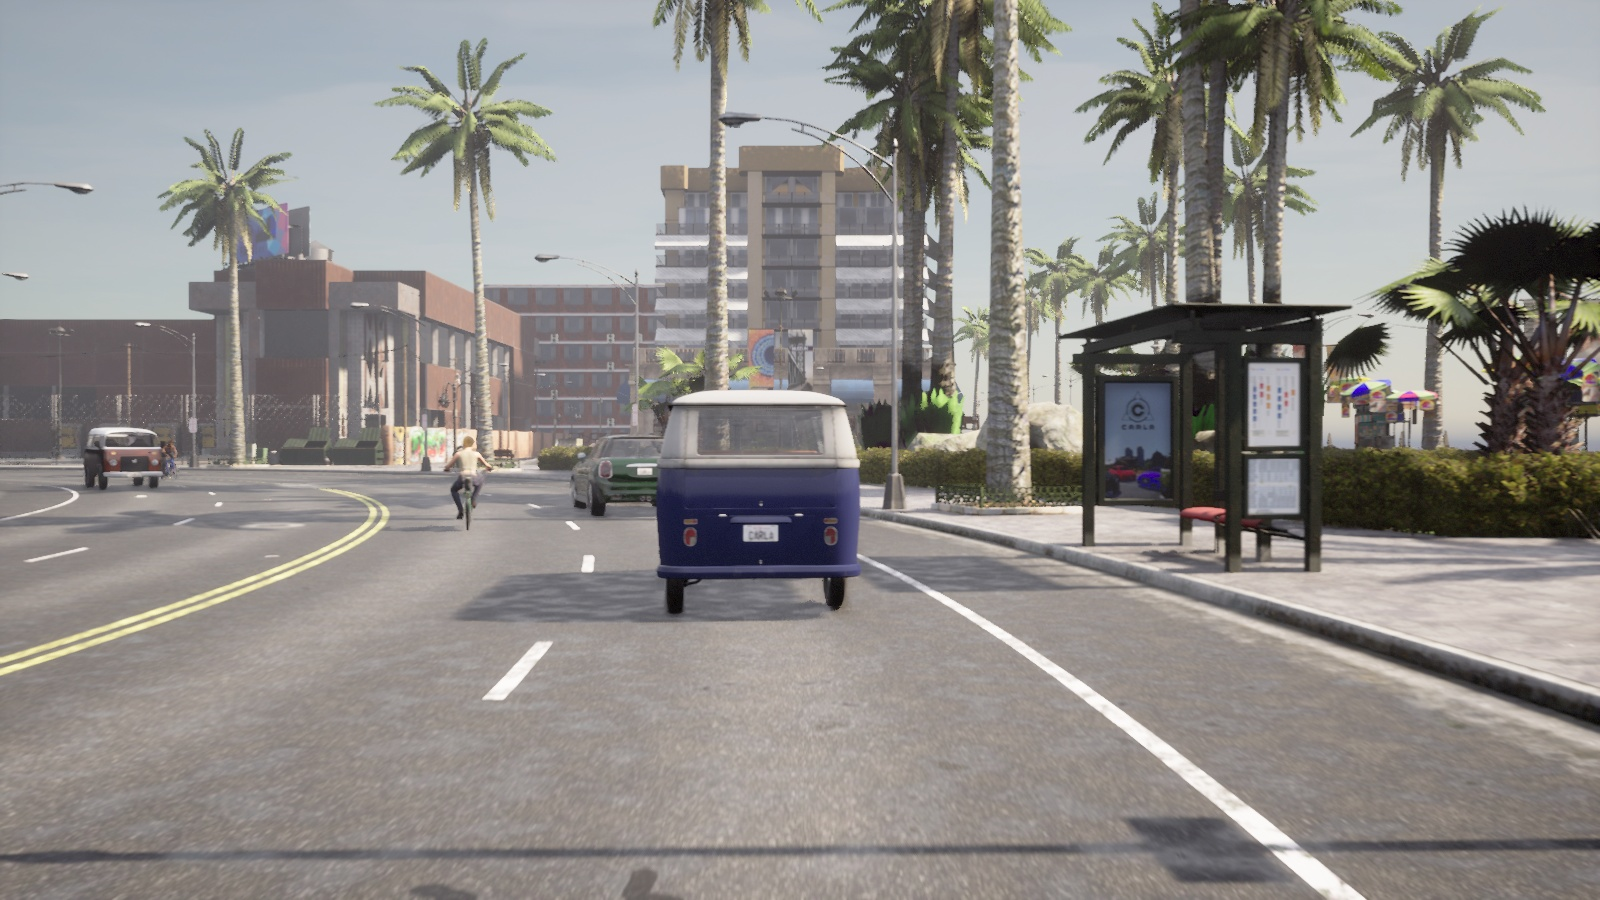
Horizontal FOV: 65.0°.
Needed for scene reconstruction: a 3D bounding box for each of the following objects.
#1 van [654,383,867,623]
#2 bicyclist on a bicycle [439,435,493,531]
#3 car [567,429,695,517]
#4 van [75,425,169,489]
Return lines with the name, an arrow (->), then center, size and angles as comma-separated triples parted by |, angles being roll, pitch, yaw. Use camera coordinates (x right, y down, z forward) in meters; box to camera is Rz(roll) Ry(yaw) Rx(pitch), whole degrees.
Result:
van -> -0.542, 0.427, 12.672 | 1.775, 1.987, 4.442 | 0, 0, -6
bicyclist on a bicycle -> -5.823, 0.554, 21.976 | 0.866, 1.612, 1.509 | 0, 0, -14
car -> -3.798, 0.446, 27.585 | 2.097, 1.767, 4.553 | 0, 0, -17
van -> -22.878, 0.213, 42.283 | 2.069, 2.038, 4.480 | 0, 0, -38
